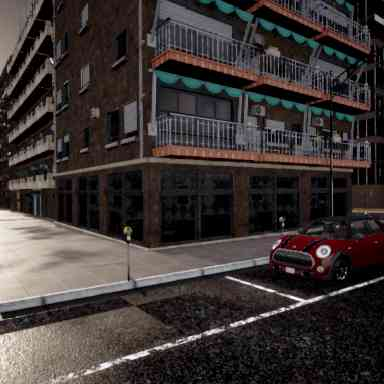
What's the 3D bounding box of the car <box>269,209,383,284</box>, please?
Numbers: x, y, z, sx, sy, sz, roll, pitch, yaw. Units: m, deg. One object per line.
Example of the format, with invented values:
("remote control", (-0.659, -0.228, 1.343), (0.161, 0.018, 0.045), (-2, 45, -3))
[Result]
("car", (4.078, 1.439, 9.500), (4.097, 1.590, 1.967), (0, -1, -36))
